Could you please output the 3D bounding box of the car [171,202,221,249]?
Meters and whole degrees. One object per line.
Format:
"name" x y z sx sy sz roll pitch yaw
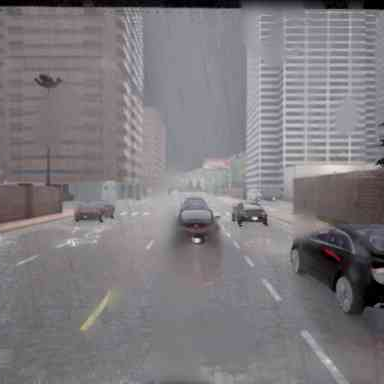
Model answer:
"car" 0.163 1.396 13.908 1.837 1.490 4.892 0 1 0

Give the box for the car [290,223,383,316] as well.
"car" 3.639 1.434 7.366 2.128 1.511 4.902 0 0 0

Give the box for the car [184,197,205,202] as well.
"car" 0.174 1.159 24.500 2.097 1.767 4.553 0 0 0

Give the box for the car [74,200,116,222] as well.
"car" -6.903 1.313 24.090 1.882 1.535 5.008 0 0 0

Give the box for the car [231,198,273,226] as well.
"car" 3.686 1.359 21.713 1.812 1.442 4.674 0 0 0
